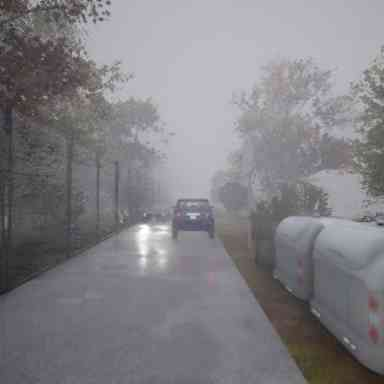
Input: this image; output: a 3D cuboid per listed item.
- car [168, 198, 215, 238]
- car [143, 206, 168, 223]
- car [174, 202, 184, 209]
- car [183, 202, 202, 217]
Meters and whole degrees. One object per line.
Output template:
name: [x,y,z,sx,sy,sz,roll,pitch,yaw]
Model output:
car: [0.067,1.335,18.554,2.150,2.045,5.566,0,-1,0]
car: [-2.902,1.832,27.609,1.895,1.301,4.718,0,-1,0]
car: [-2.684,2.774,69.085,1.882,1.535,5.008,0,-2,0]
car: [0.050,1.874,37.056,1.882,1.535,5.008,0,-1,0]
